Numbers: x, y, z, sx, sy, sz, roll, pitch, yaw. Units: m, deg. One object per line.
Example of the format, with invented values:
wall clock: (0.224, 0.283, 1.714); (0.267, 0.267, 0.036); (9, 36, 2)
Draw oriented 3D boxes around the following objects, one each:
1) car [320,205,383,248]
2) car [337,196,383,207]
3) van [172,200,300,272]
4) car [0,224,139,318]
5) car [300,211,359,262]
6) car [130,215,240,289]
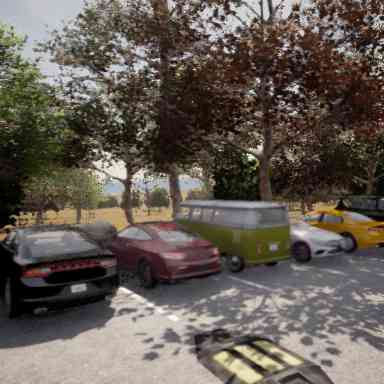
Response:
car: (5.676, 1.498, 14.093); (2.097, 1.535, 5.008); (0, 0, -35)
car: (10.203, 1.255, 17.290); (2.435, 2.045, 5.566); (0, 0, -35)
van: (0.992, 1.264, 10.905); (1.878, 1.987, 4.442); (0, 0, -35)
car: (-3.348, 1.482, 7.663); (2.097, 1.535, 5.008); (0, 0, -35)
car: (3.314, 1.534, 12.420); (2.002, 1.452, 4.674); (0, 0, -35)
car: (-1.093, 1.527, 9.274); (2.002, 1.452, 4.674); (0, 0, -35)
